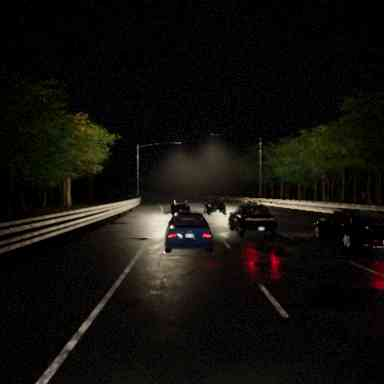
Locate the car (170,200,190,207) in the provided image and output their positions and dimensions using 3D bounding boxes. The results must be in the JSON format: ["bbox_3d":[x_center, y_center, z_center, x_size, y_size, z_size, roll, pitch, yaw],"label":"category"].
[{"bbox_3d":[-1.231,1.549,33.656,2.128,1.511,4.902,0,0,-4],"label":"car"}]

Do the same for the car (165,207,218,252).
[{"bbox_3d":[-0.171,1.568,13.999,2.033,1.411,5.357,0,0,-2],"label":"car"}]

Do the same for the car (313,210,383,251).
[{"bbox_3d":[6.806,1.521,14.144,1.837,1.490,4.892,0,0,-2],"label":"car"}]

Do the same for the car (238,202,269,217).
[{"bbox_3d":[5.885,1.645,32.419,1.895,1.301,4.718,0,0,-4],"label":"car"}]

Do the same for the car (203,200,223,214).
[{"bbox_3d":[2.262,1.557,33.887,1.837,1.490,4.892,0,0,-4],"label":"car"}]

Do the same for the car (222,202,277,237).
[{"bbox_3d":[3.172,1.516,18.057,2.128,1.511,4.902,0,0,-2],"label":"car"}]
